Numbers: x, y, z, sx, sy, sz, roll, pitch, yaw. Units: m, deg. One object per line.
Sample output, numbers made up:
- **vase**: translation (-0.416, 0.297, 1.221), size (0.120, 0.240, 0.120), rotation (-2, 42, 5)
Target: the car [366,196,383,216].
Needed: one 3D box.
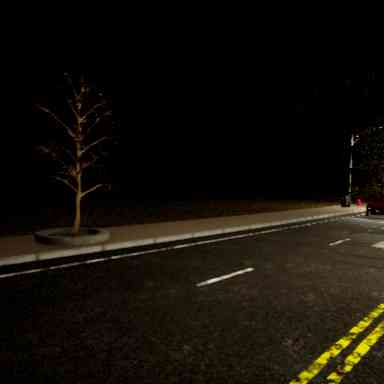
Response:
- **car**: translation (15.023, 1.096, 25.796), size (1.882, 1.535, 5.008), rotation (3, 3, 42)
